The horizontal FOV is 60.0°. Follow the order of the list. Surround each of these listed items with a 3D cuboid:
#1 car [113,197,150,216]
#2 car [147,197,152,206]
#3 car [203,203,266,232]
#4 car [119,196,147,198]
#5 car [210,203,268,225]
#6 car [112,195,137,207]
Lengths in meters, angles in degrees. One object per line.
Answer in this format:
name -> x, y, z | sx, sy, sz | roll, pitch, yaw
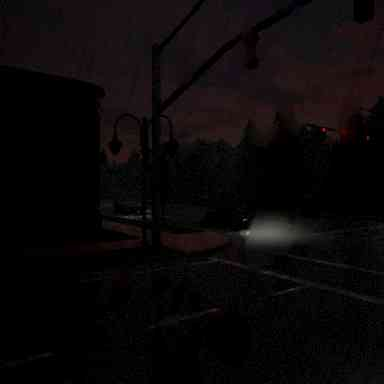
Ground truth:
car -> -6.285, 1.525, 32.801 | 1.812, 1.442, 4.674 | 0, 0, -35
car -> -7.940, 1.504, 53.780 | 1.837, 1.490, 4.892 | 0, 0, -35
car -> 2.472, 1.564, 20.247 | 1.994, 1.385, 4.181 | 0, 0, -35
car -> -8.057, 1.547, 41.553 | 2.033, 1.411, 5.357 | 0, 0, -35
car -> 3.421, 1.563, 25.000 | 1.994, 1.385, 4.181 | 0, 0, -35
car -> -10.506, 1.352, 51.337 | 2.097, 1.767, 4.553 | 0, 0, -35
